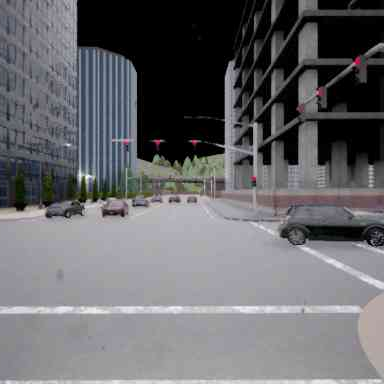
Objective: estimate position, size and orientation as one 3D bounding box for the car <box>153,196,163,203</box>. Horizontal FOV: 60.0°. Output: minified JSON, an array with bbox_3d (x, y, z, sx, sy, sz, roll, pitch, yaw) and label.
[{"bbox_3d":[-6.995,1.527,66.942,1.994,1.385,4.181,0,0,0],"label":"car"}]

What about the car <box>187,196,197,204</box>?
[{"bbox_3d":[0.020,1.455,64.593,2.128,1.511,4.902,0,0,0],"label":"car"}]

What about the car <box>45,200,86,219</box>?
[{"bbox_3d":[-10.950,1.488,29.062,1.837,1.490,4.892,0,0,5],"label":"car"}]

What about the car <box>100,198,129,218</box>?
[{"bbox_3d":[-6.842,1.461,29.882,1.882,1.535,5.008,0,0,-4],"label":"car"}]

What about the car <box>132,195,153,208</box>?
[{"bbox_3d":[-7.081,1.538,46.091,1.994,1.385,4.181,0,0,0],"label":"car"}]

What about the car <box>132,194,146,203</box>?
[{"bbox_3d":[-10.499,1.314,66.477,2.097,1.767,4.553,0,0,0],"label":"car"}]

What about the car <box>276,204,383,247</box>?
[{"bbox_3d":[5.969,1.295,14.227,4.553,1.767,2.097,0,0,8],"label":"car"}]

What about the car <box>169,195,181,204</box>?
[{"bbox_3d":[-3.480,1.469,64.595,1.837,1.490,4.892,0,0,0],"label":"car"}]

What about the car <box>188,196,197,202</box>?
[{"bbox_3d":[0.023,1.537,73.698,1.895,1.301,4.718,0,0,0],"label":"car"}]

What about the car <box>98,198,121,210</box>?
[{"bbox_3d":[-10.578,1.501,43.172,1.812,1.442,4.674,0,0,0],"label":"car"}]

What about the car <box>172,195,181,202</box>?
[{"bbox_3d":[-3.477,1.466,73.669,1.812,1.442,4.674,0,0,0],"label":"car"}]
